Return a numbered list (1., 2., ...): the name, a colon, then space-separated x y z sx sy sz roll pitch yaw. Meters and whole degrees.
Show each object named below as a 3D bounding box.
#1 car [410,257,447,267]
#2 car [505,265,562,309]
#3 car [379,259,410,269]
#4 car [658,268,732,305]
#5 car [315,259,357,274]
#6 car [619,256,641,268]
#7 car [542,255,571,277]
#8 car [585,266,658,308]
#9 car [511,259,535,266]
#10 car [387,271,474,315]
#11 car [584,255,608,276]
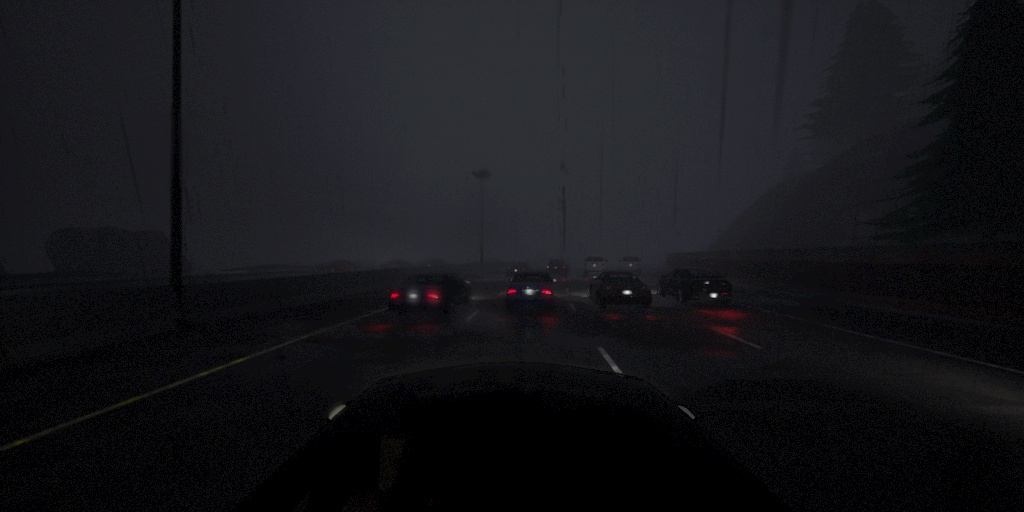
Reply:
1. car: -8.916 1.042 39.721 2.097 1.767 4.553 0 0 15
2. car: 0.856 1.288 14.863 2.033 1.411 5.357 0 0 6
3. car: -12.476 1.280 40.048 1.895 1.301 4.718 0 0 15
4. car: 8.094 1.265 16.303 1.837 1.490 4.892 0 0 6
5. car: -19.631 1.135 40.205 1.882 1.535 5.008 0 0 15
6. car: 12.926 0.975 39.254 2.150 2.045 5.566 0 0 17
7. car: 4.639 1.085 35.516 2.097 1.767 4.553 0 0 14
8. car: 4.475 1.315 15.291 1.994 1.385 4.181 0 0 6
9. car: 0.811 1.287 34.605 1.994 1.385 4.181 0 0 14
10. car: -2.793 1.279 13.461 2.033 1.411 5.357 0 0 5
11. car: 8.713 0.965 37.312 2.150 2.045 5.566 0 0 16
